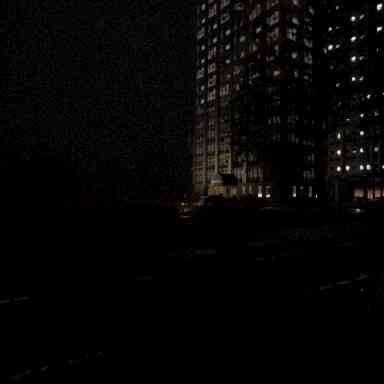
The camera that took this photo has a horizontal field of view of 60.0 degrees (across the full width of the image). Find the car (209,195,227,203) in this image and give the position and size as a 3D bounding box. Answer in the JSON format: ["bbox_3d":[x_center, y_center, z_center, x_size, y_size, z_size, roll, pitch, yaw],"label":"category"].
[{"bbox_3d":[4.194,1.305,63.468,2.097,1.767,4.553,1,0,-34],"label":"car"}]

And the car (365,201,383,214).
[{"bbox_3d":[18.203,1.472,30.544,1.994,1.385,4.181,1,0,-32],"label":"car"}]

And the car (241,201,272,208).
[{"bbox_3d":[8.656,1.389,44.962,1.837,1.490,4.892,1,0,-34],"label":"car"}]

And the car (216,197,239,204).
[{"bbox_3d":[6.856,1.601,65.327,1.895,1.301,4.718,1,0,-34],"label":"car"}]

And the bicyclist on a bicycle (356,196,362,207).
[{"bbox_3d":[23.889,1.397,47.577,1.656,1.620,0.582,1,0,-34],"label":"bicyclist on a bicycle"}]
